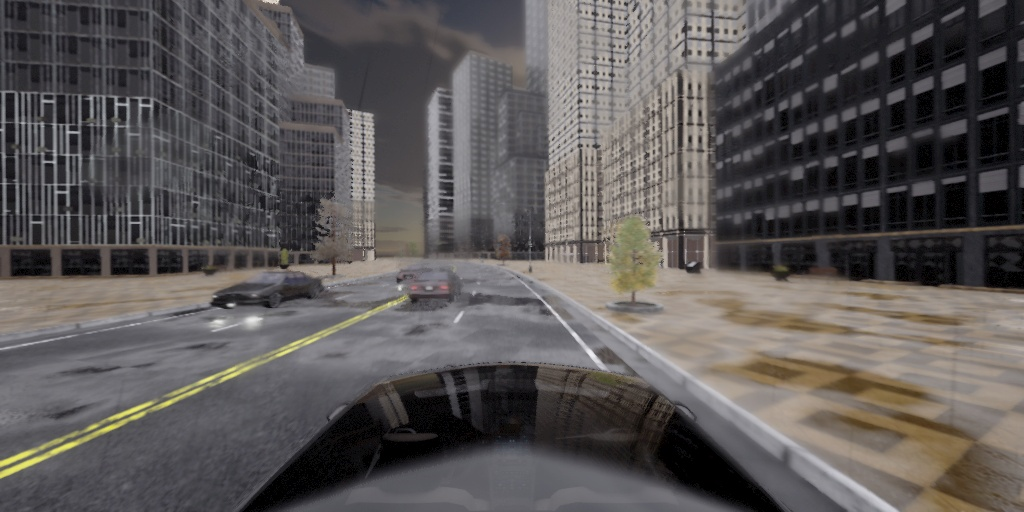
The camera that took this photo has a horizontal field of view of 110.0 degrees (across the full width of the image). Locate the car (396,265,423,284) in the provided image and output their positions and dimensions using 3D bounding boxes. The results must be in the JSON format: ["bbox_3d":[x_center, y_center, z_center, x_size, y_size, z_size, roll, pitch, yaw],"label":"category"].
[{"bbox_3d":[-7.478,1.364,27.514,1.994,1.385,4.181,0,0,-4],"label":"car"}]

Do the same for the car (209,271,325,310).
[{"bbox_3d":[-10.113,1.372,15.481,2.033,1.411,5.357,0,0,-2],"label":"car"}]

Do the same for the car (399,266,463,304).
[{"bbox_3d":[-3.405,1.321,16.729,2.033,1.411,5.357,0,0,-3],"label":"car"}]
